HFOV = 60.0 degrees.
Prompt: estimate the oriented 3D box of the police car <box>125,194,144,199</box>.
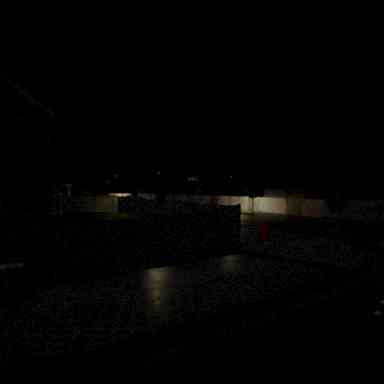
[{"bbox_3d":[-7.986,1.078,47.018,1.930,1.638,5.238,1,0,-43],"label":"police car"}]
